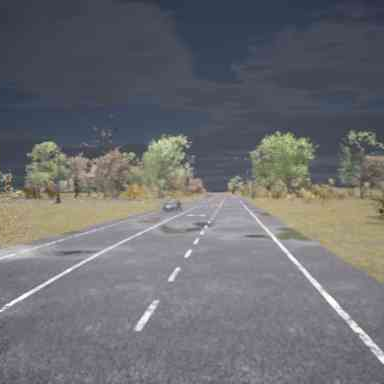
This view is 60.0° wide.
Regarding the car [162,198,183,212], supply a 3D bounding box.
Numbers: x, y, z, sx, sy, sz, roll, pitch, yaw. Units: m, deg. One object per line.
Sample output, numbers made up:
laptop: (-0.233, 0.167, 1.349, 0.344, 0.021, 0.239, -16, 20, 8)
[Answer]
car: (-2.294, 1.517, 39.342, 2.128, 1.511, 4.902, -2, 0, 7)
